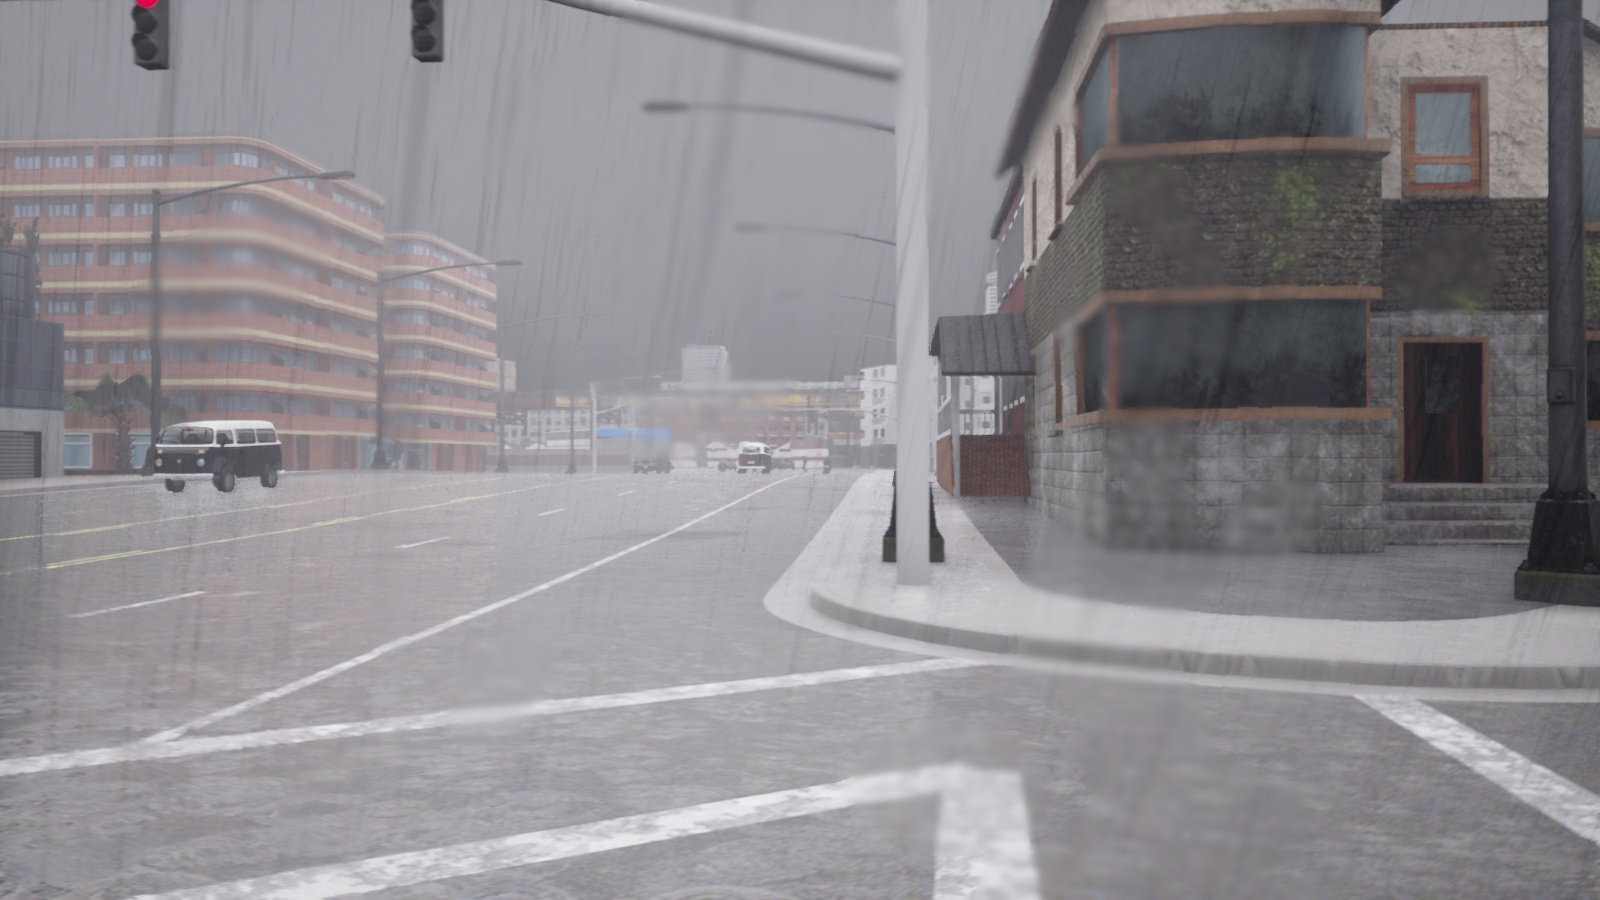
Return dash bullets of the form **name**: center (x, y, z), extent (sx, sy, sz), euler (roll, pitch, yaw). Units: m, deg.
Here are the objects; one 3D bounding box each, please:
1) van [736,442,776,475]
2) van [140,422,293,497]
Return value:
- **van**: center (-2.781, 0.569, 80.383), extent (2.069, 2.038, 4.480), euler (0, -1, 5)
- **van**: center (-16.825, 0.216, 36.489), extent (2.069, 2.038, 4.480), euler (0, 1, 5)
